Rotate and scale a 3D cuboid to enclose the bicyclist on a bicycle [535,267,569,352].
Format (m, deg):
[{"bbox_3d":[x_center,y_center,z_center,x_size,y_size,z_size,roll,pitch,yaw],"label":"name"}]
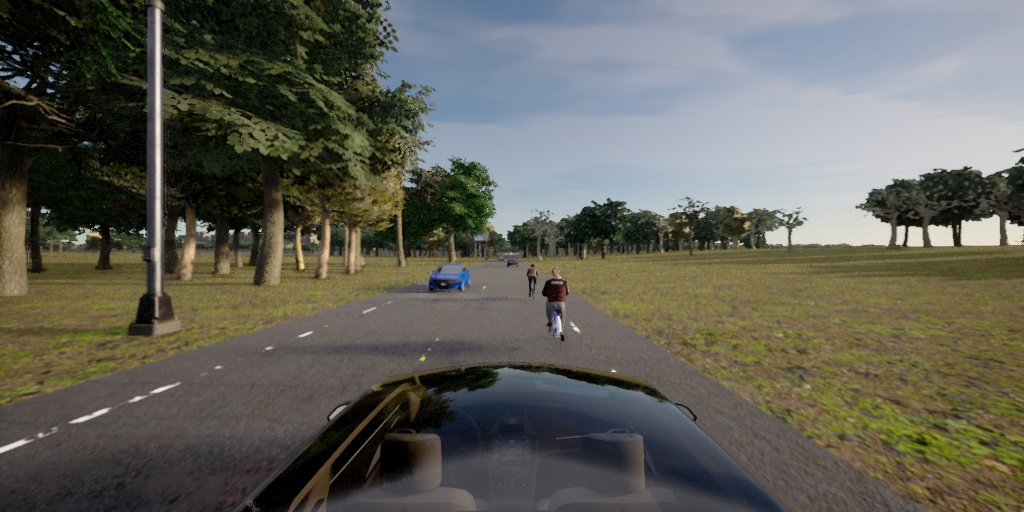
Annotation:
[{"bbox_3d":[0.962,1.121,8.024,0.659,1.776,1.843,0,0,0],"label":"bicyclist on a bicycle"}]

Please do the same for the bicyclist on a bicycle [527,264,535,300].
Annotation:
[{"bbox_3d":[0.963,1.196,16.688,0.582,1.620,1.656,0,0,0],"label":"bicyclist on a bicycle"}]

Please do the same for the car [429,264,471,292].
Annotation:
[{"bbox_3d":[-3.599,1.213,21.337,1.882,1.535,5.008,0,0,0],"label":"car"}]

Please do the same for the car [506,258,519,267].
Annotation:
[{"bbox_3d":[0.098,1.113,62.700,1.837,1.490,4.892,0,0,0],"label":"car"}]
